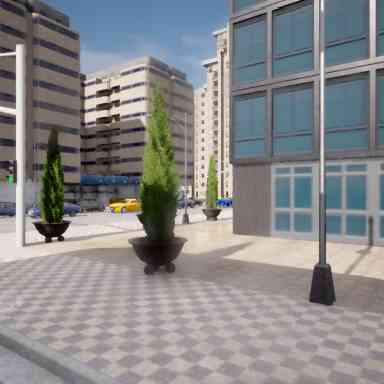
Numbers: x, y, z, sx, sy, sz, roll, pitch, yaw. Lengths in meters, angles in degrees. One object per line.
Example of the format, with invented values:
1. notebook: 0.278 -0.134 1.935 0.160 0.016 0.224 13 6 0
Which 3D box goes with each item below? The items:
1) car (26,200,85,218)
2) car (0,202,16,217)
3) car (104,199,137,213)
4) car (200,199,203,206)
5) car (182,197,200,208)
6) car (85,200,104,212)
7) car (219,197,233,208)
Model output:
1. car: -12.465 1.581 30.207 1.812 1.442 4.674 0 0 35
2. car: -17.121 1.603 29.725 2.033 1.411 5.357 0 0 35
3. car: -7.143 1.533 37.756 1.882 1.535 5.008 0 0 35
4. car: -0.008 1.581 53.809 1.812 1.442 4.674 0 0 36
5. car: -1.365 1.581 45.885 1.812 1.442 4.674 0 0 35
6. car: -11.786 1.619 37.254 1.994 1.385 4.181 0 0 35
7. car: 5.709 1.533 49.508 1.882 1.535 5.008 0 0 35
